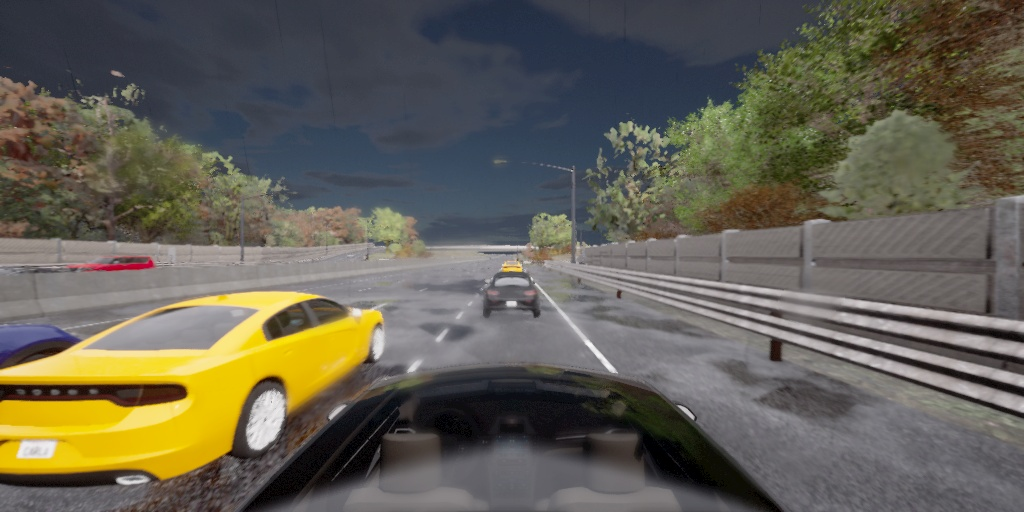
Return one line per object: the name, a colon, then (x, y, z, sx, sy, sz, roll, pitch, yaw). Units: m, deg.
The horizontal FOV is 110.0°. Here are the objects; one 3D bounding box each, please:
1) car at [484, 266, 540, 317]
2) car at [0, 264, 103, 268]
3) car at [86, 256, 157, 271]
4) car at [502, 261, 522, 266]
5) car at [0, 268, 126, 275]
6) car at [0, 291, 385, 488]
car: (0.000, 1.274, 13.031, 1.812, 1.442, 4.674, 0, 0, 0)
car: (-21.086, 1.258, 15.122, 1.837, 1.490, 4.892, 0, -1, 0)
car: (-31.583, 0.986, 28.457, 2.150, 2.045, 5.566, 0, 0, 0)
car: (0.004, 1.243, 35.660, 1.882, 1.535, 5.008, 0, 0, 0)
car: (-6.900, 1.102, 3.122, 2.097, 1.767, 4.553, 0, 0, 0)
car: (-3.398, 1.227, 5.042, 1.882, 1.535, 5.008, 0, 0, 0)
